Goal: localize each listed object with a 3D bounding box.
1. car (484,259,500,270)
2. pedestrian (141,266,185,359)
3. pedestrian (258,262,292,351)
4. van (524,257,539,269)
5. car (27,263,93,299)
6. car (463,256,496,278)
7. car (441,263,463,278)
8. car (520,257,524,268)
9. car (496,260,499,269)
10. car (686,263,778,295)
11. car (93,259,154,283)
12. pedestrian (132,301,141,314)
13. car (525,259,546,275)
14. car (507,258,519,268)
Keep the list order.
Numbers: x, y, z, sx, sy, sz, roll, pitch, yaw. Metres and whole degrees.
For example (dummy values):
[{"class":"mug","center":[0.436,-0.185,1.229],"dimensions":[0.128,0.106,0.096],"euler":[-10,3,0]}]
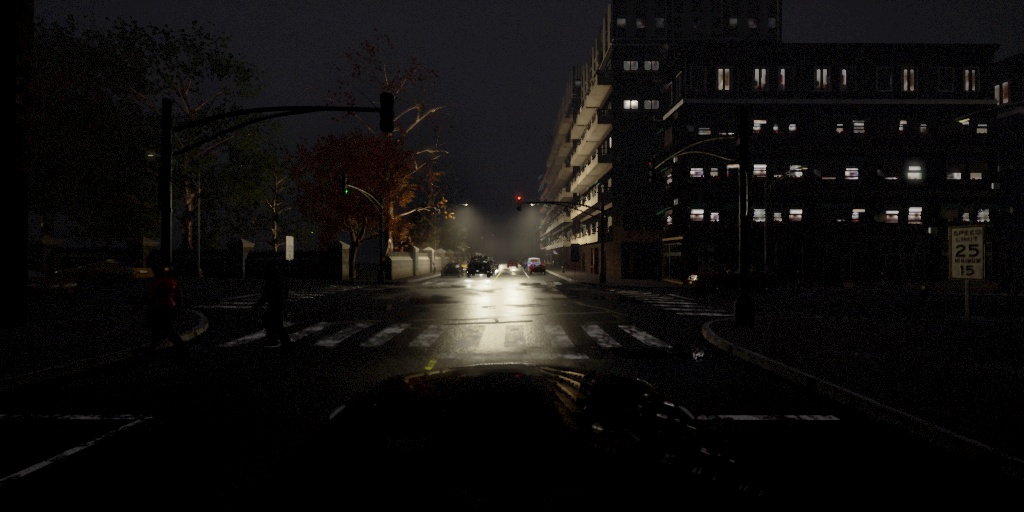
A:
[{"class":"car","center":[-2.991,1.280,55.417],"dimensions":[2.128,1.511,4.902],"euler":[0,0,0]},{"class":"pedestrian","center":[-6.694,1.044,6.894],"dimensions":[0.375,1.860,0.375],"euler":[0,0,0]},{"class":"pedestrian","center":[-4.939,1.043,7.491],"dimensions":[0.375,1.860,0.375],"euler":[0,0,0]},{"class":"van","center":[2.769,1.116,45.667],"dimensions":[1.690,1.789,3.998],"euler":[0,0,0]},{"class":"car","center":[-18.942,1.007,13.414],"dimensions":[4.207,1.307,1.802],"euler":[0,0,0]},{"class":"car","center":[-3.027,0.986,34.707],"dimensions":[2.150,2.045,5.566],"euler":[0,0,1]},{"class":"car","center":[-5.632,1.330,34.421],"dimensions":[1.948,1.339,4.313],"euler":[0,0,0]},{"class":"car","center":[2.789,1.230,56.927],"dimensions":[1.967,1.591,4.097],"euler":[0,0,0]},{"class":"car","center":[-3.021,1.322,44.975],"dimensions":[2.033,1.411,5.357],"euler":[0,0,0]},{"class":"car","center":[13.485,1.353,22.046],"dimensions":[5.009,1.841,2.192],"euler":[0,0,0]},{"class":"car","center":[-24.708,0.883,21.750],"dimensions":[4.829,1.417,1.751],"euler":[0,0,0]},{"class":"pedestrian","center":[-8.028,1.273,8.108],"dimensions":[0.500,1.100,0.500],"euler":[0,0,0]},{"class":"car","center":[2.759,1.314,40.036],"dimensions":[1.888,1.381,4.507],"euler":[0,0,0]},{"class":"car","center":[0.109,1.304,62.711],"dimensions":[1.837,1.490,4.892],"euler":[0,0,0]}]
